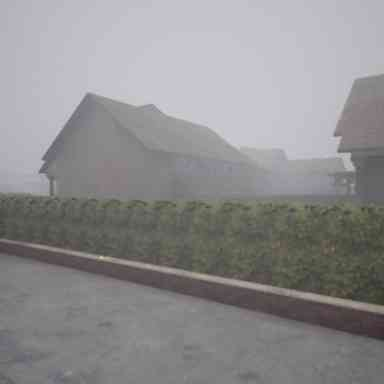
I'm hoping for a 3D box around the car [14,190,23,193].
[{"bbox_3d":[-37.795,0.511,73.146,3.866,1.878,1.905,0,0,35],"label":"car"}]
